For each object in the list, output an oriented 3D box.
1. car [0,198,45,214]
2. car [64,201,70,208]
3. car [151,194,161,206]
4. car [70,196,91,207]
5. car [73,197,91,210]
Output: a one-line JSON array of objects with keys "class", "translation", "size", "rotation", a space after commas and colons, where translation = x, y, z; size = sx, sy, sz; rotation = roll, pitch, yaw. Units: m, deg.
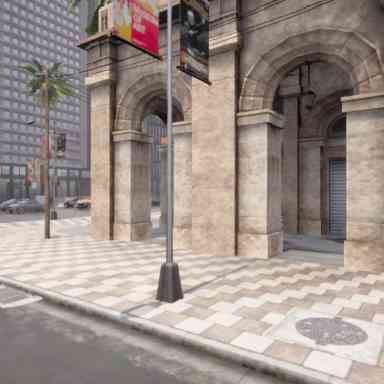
[{"class": "car", "translation": [-17.474, 1.564, 35.411], "size": [1.994, 1.385, 4.181], "rotation": [0, 0, 36]}, {"class": "car", "translation": [-16.256, 1.513, 48.449], "size": [2.161, 1.482, 4.786], "rotation": [0, 0, 35]}, {"class": "car", "translation": [-6.434, 1.503, 50.838], "size": [1.837, 1.490, 4.892], "rotation": [0, 0, 36]}, {"class": "car", "translation": [-13.977, 1.352, 46.317], "size": [2.097, 1.767, 4.553], "rotation": [0, 0, 35]}, {"class": "car", "translation": [-12.345, 1.601, 42.589], "size": [1.895, 1.301, 4.718], "rotation": [0, 0, 35]}]
